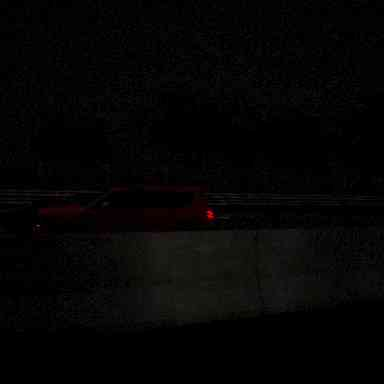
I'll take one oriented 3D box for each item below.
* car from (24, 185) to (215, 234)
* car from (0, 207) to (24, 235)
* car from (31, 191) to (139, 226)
[{"bbox_3d":[-1.996,0.807,10.525,5.566,2.045,2.150,1,2,-20],"label":"car"},{"bbox_3d":[-5.604,0.928,12.964,4.674,1.442,1.812,1,2,-20],"label":"car"},{"bbox_3d":[-5.306,0.793,16.782,4.892,1.490,1.837,1,2,-20],"label":"car"}]
